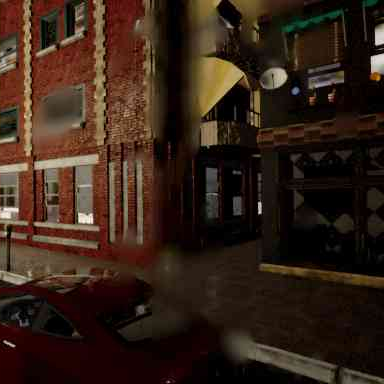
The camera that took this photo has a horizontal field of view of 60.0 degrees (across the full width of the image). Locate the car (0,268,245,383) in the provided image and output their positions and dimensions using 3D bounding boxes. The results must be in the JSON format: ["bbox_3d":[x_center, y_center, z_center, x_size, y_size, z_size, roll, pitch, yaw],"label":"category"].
[{"bbox_3d":[-1.444,1.583,3.879,4.206,1.307,1.802,0,-1,36],"label":"car"}]
